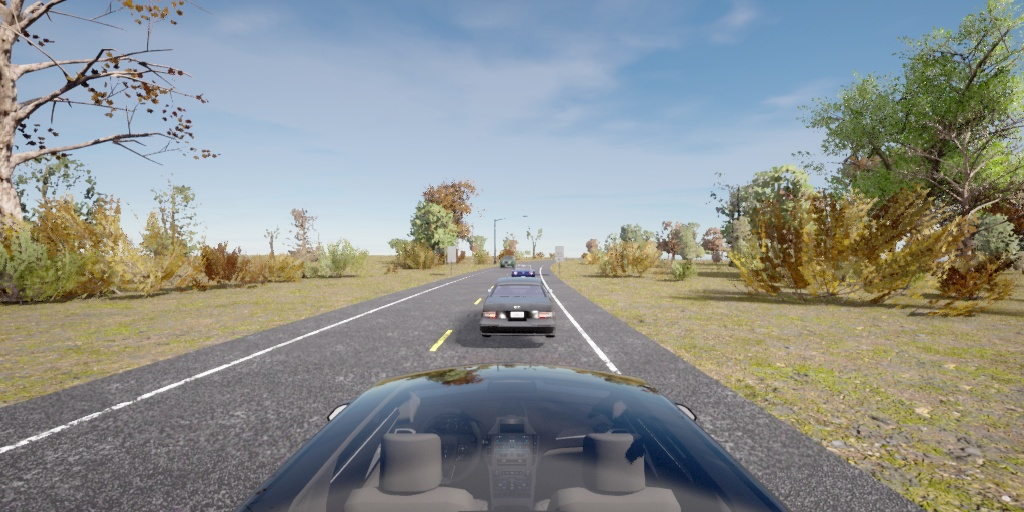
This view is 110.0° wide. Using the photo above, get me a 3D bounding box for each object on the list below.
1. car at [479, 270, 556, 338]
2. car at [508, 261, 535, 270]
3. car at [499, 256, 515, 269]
[{"bbox_3d":[0.210,1.300,10.179,2.033,1.411,5.357,0,0,2],"label":"car"},{"bbox_3d":[0.947,1.356,29.772,1.895,1.301,4.718,0,0,2],"label":"car"},{"bbox_3d":[-0.635,0.974,57.726,2.150,2.045,5.566,0,0,6],"label":"car"}]
